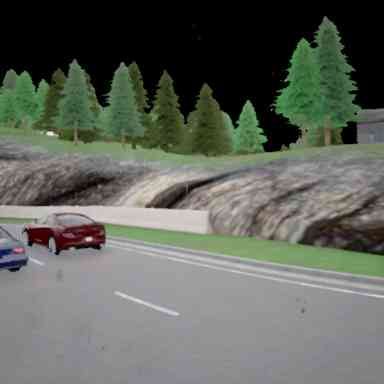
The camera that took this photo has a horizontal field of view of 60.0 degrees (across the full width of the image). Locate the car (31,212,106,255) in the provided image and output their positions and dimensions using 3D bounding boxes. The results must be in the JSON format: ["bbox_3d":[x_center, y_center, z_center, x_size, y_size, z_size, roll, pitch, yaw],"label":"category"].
[{"bbox_3d":[-5.510,1.601,14.044,1.882,1.535,5.008,0,0,-44],"label":"car"}]

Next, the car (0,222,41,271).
[{"bbox_3d":[-6.837,1.661,10.366,2.033,1.411,5.357,0,0,-44],"label":"car"}]
